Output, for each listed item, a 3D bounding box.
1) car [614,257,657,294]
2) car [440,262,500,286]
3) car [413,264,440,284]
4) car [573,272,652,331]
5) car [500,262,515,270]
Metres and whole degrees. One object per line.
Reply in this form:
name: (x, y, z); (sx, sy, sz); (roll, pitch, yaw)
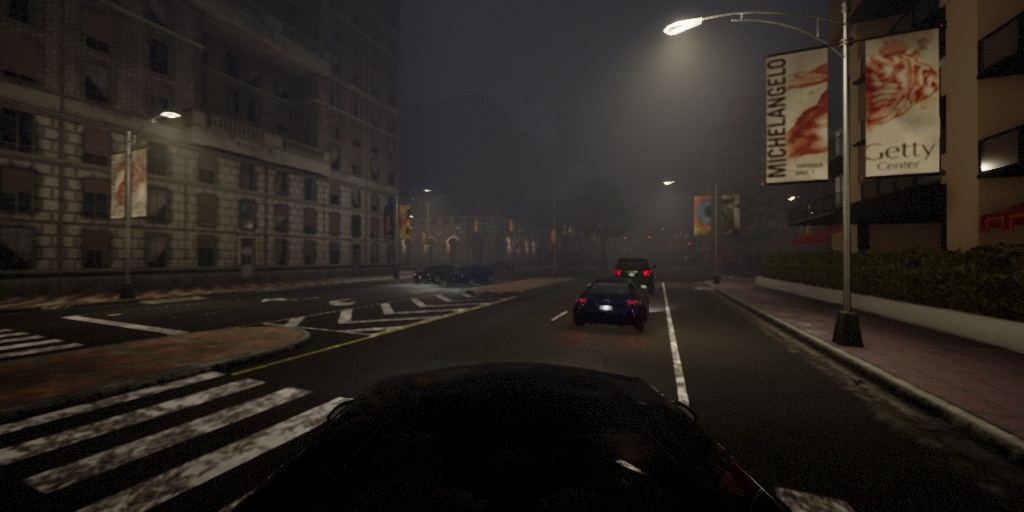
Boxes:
car: (7.463, 1.111, 21.778); (2.150, 2.045, 5.566); (0, 0, 22)
car: (-3.021, 1.367, 26.850); (1.882, 1.535, 5.008); (0, -1, 23)
car: (-5.937, 1.400, 28.946); (1.837, 1.490, 4.892); (0, -1, 23)
car: (3.303, 1.381, 11.524); (1.994, 1.385, 4.181); (0, 0, 22)
car: (-2.106, 1.628, 58.913); (5.357, 1.411, 2.033); (0, 0, 30)
